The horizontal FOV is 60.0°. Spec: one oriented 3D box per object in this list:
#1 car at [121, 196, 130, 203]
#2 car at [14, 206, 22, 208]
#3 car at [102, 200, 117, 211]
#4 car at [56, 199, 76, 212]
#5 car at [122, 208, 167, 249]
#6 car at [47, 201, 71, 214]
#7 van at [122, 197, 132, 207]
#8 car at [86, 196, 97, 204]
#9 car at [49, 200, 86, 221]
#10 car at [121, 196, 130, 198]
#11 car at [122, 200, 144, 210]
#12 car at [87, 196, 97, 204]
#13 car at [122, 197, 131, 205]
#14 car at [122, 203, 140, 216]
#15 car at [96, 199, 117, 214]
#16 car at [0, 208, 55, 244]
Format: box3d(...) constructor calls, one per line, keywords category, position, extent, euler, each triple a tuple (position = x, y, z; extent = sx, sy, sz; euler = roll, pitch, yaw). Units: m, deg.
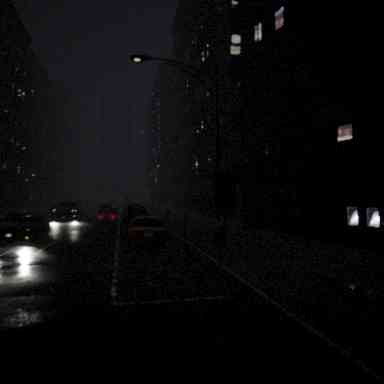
box3d(category="car", position=(-18.220, 2.016, 90.862), extent=(2.192, 1.841, 5.009), euler=(1, -1, -12))
box3d(category="car", position=(-12.582, 1.737, 23.865), extent=(1.752, 1.417, 4.829), euler=(1, -1, -12))
box3d(category="car", position=(-12.210, 1.947, 49.578), extent=(2.033, 1.411, 5.357), euler=(0, 0, -12))
box3d(category="car", position=(-17.213, 1.822, 45.712), extent=(1.967, 1.590, 4.097), euler=(1, -1, -12))
box3d(category="car", position=(-2.167, 1.649, 15.147), extent=(1.752, 1.417, 4.829), euler=(1, -1, -12))
box3d(category="car", position=(-16.065, 1.885, 40.290), extent=(1.887, 1.381, 4.507), euler=(1, -1, -12))
box3d(category="van", position=(-12.473, 1.842, 63.762), extent=(1.690, 1.788, 3.998), euler=(1, -1, -12))
box3d(category="car", position=(-25.257, 1.981, 83.652), extent=(2.192, 1.841, 5.009), euler=(1, -1, -12))
box3d(category="car", position=(-11.288, 1.609, 30.272), extent=(2.097, 1.767, 4.553), euler=(0, 0, -12))
box3d(category="car", position=(-11.325, 1.900, 58.341), extent=(1.967, 1.590, 4.097), euler=(1, -1, -12))
box3d(category="car", position=(-4.428, 1.650, 25.822), extent=(1.967, 1.590, 4.097), euler=(1, -1, -12))
box3d(category="car", position=(-24.112, 2.177, 78.230), extent=(2.008, 1.369, 4.403), euler=(1, -1, -12))
box3d(category="car", position=(-14.774, 2.022, 74.602), extent=(1.967, 1.590, 4.097), euler=(1, -1, -12))
box3d(category="car", position=(-6.729, 1.877, 36.660), extent=(1.802, 1.307, 4.206), euler=(1, -1, -12))
box3d(category="car", position=(-10.035, 1.848, 39.496), extent=(1.812, 1.442, 4.674), euler=(0, 0, -12))
box3d(category="car", position=(-8.361, 1.708, 16.395), extent=(1.994, 1.385, 4.181), euler=(0, 0, -12))
